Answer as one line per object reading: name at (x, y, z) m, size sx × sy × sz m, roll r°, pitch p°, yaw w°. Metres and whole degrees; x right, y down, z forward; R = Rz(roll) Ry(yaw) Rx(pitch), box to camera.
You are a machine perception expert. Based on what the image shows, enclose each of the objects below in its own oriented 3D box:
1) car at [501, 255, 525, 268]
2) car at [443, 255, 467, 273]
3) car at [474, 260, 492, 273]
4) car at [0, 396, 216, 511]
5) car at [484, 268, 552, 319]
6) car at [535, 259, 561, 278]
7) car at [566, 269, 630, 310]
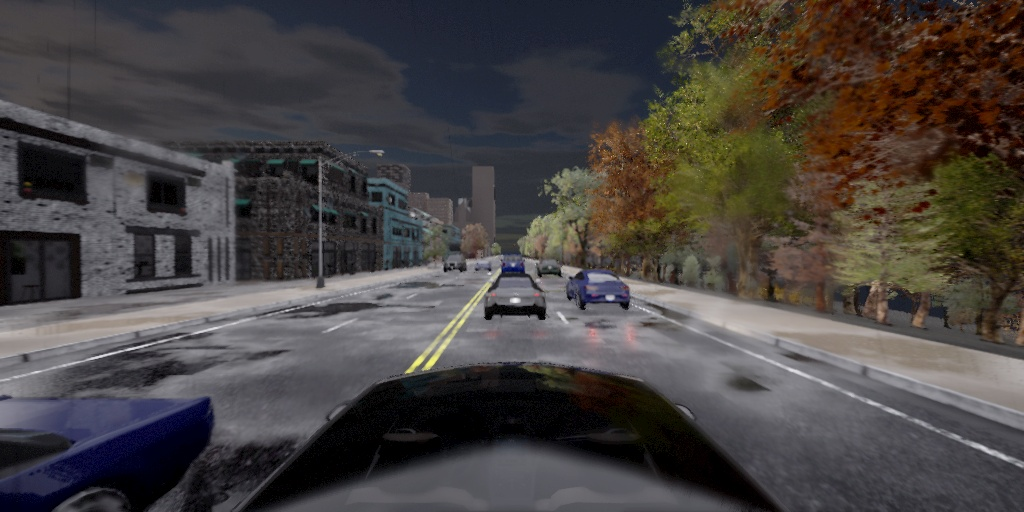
car at (0.092, 0.900, 34.355) m, size 2.150 × 2.045 × 5.566 m, roll 0°, pitch 0°, yaw 0°
car at (-6.599, 0.880, 42.180) m, size 2.150 × 2.045 × 5.566 m, roll 0°, pitch 0°, yaw 0°
car at (-3.346, 1.185, 42.870) m, size 1.812 × 1.442 × 4.674 m, roll 0°, pitch 0°, yaw 0°
car at (-3.350, 1.353, 0.654) m, size 1.895 × 1.301 × 4.718 m, roll 0°, pitch 0°, yaw 0°
car at (0.098, 1.290, 12.645) m, size 1.994 × 1.385 × 4.181 m, roll 0°, pitch 0°, yaw 0°
car at (3.341, 1.032, 33.625) m, size 2.097 × 1.767 × 4.553 m, roll 0°, pitch 0°, yaw 0°
car at (3.354, 1.248, 14.510) m, size 1.812 × 1.442 × 4.674 m, roll 0°, pitch 0°, yaw 0°
